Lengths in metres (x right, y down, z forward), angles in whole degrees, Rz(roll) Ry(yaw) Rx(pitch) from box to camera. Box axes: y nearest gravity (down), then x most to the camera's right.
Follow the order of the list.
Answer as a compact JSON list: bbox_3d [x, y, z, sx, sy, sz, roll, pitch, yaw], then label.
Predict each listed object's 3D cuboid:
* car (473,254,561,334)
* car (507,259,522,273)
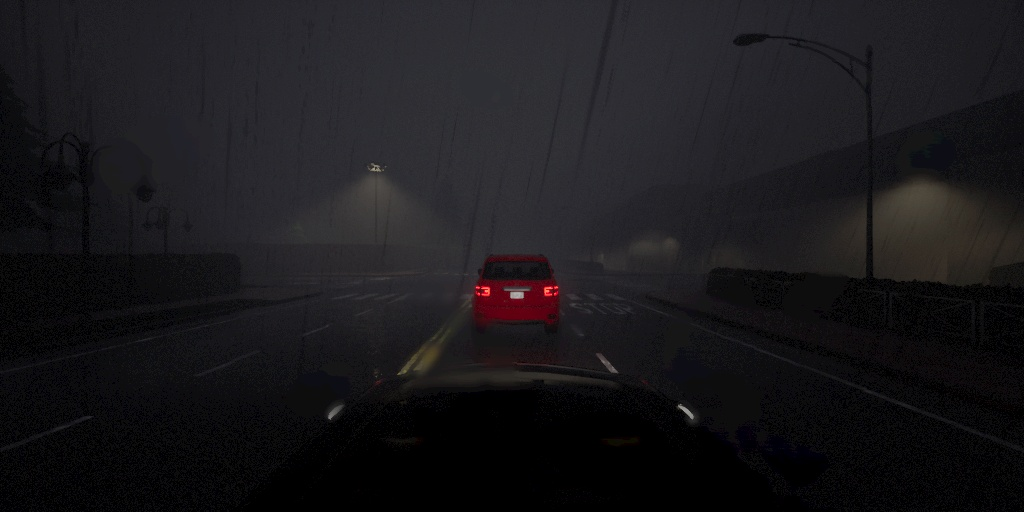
[{"bbox_3d":[0.118,0.971,10.719,2.150,2.045,5.566,0,0,0],"label":"car"},{"bbox_3d":[0.338,1.228,45.572,1.882,1.535,5.008,0,0,1],"label":"car"}]
